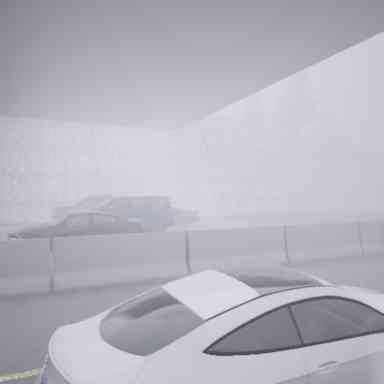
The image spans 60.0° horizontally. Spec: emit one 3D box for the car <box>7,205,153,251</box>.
[{"bbox_3d":[-4.281,1.477,12.836,5.008,1.535,1.882,0,0,-25],"label":"car"}]

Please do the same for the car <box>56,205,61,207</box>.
[{"bbox_3d":[-6.792,1.221,23.264,5.566,2.045,2.150,0,0,-25],"label":"car"}]

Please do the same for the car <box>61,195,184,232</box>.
[{"bbox_3d":[-3.544,1.221,17.056,5.566,2.045,2.150,0,0,-25],"label":"car"}]

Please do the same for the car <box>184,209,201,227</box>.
[{"bbox_3d":[-2.080,1.547,21.620,5.357,1.411,2.033,0,0,-25],"label":"car"}]

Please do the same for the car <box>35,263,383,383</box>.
[{"bbox_3d":[0.927,1.526,3.463,4.674,1.442,1.812,0,0,-25],"label":"car"}]
